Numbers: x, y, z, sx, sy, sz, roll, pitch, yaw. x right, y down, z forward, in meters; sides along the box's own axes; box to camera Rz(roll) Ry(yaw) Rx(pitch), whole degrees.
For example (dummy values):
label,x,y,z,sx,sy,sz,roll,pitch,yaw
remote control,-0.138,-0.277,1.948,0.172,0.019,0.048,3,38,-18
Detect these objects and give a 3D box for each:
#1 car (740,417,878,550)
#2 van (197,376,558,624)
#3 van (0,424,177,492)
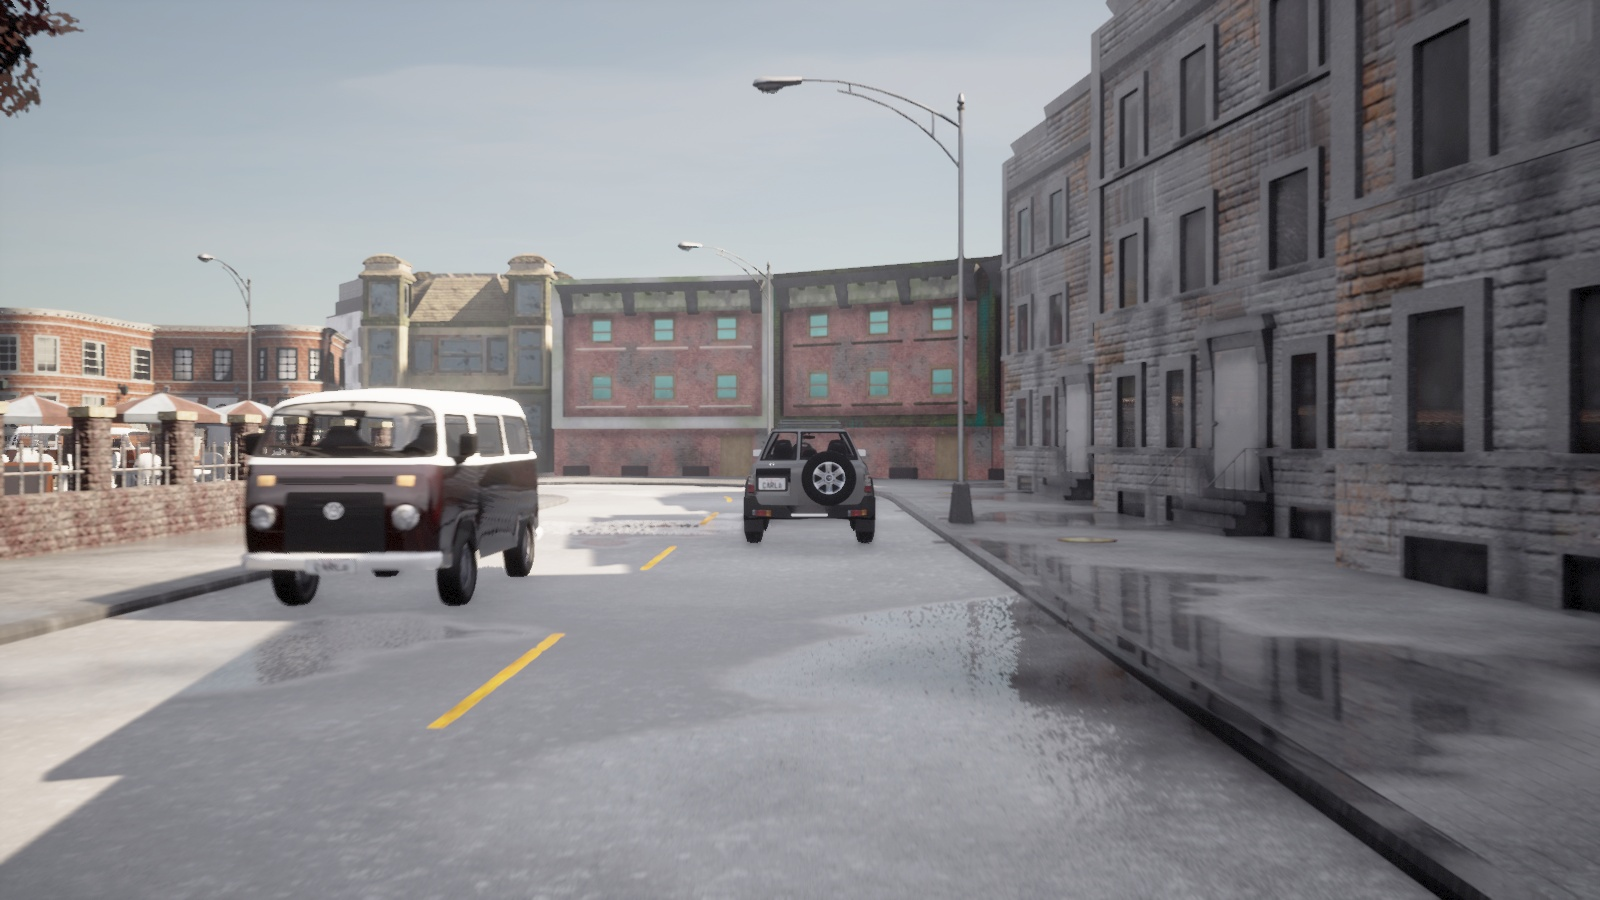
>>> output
label,x,y,z,sx,sy,sz,roll,pitch,yaw
car,0.144,0.452,19.873,1.932,1.855,4.605,0,0,0
van,-3.901,0.396,12.561,2.069,2.038,4.480,0,0,1
van,-22.091,0.233,38.979,4.480,2.038,2.069,0,0,0
